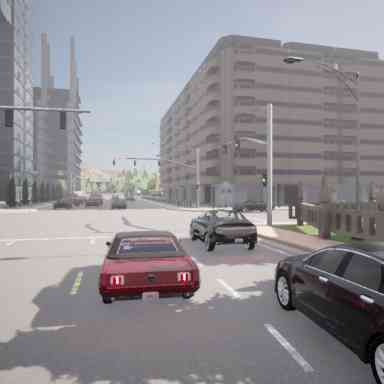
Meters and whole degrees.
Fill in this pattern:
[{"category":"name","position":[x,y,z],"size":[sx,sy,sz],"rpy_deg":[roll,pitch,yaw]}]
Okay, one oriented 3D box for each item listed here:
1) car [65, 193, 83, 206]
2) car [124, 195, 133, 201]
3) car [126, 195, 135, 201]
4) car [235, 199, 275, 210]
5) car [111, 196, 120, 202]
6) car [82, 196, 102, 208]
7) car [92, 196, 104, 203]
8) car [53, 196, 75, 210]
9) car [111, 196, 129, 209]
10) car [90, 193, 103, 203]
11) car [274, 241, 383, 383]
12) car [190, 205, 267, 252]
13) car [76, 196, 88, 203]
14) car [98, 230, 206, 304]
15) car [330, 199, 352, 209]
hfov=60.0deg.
[{"category":"car","position":[-19.284,1.221,53.262],"size":[2.150,2.045,5.566],"rpy_deg":[0,0,-13]},{"category":"car","position":[-17.135,1.535,89.204],"size":[2.033,1.411,5.357],"rpy_deg":[0,0,-14]},{"category":"car","position":[-14.764,1.591,79.457],"size":[1.895,1.301,4.718],"rpy_deg":[0,0,-14]},{"category":"car","position":[6.987,1.560,37.768],"size":[4.892,1.490,1.837],"rpy_deg":[0,0,-14]},{"category":"car","position":[-18.247,1.549,78.969],"size":[1.994,1.385,4.181],"rpy_deg":[0,0,-14]},{"category":"car","position":[-14.703,1.601,49.235],"size":[1.895,1.301,4.718],"rpy_deg":[0,0,-13]},{"category":"car","position":[-19.344,1.525,68.672],"size":[2.128,1.511,4.902],"rpy_deg":[0,0,-14]},{"category":"car","position":[-16.986,1.601,43.775],"size":[1.895,1.301,4.718],"rpy_deg":[0,0,-14]},{"category":"car","position":[-9.915,1.564,45.018],"size":[1.994,1.385,4.181],"rpy_deg":[0,0,-13]},{"category":"car","position":[-16.993,1.221,58.723],"size":[2.150,2.045,5.566],"rpy_deg":[0,0,-13]},{"category":"car","position":[2.821,1.505,5.010],"size":[1.837,1.490,4.892],"rpy_deg":[0,0,-7]},{"category":"car","position":[1.155,1.492,14.081],"size":[2.128,1.511,4.902],"rpy_deg":[0,0,-12]},{"category":"car","position":[-23.946,1.539,72.781],"size":[2.033,1.411,5.357],"rpy_deg":[0,0,-14]},{"category":"car","position":[-1.173,1.601,8.230],"size":[1.895,1.301,4.718],"rpy_deg":[0,0,-11]},{"category":"car","position":[17.183,1.603,40.313],"size":[5.357,1.411,2.033],"rpy_deg":[0,0,-15]}]
